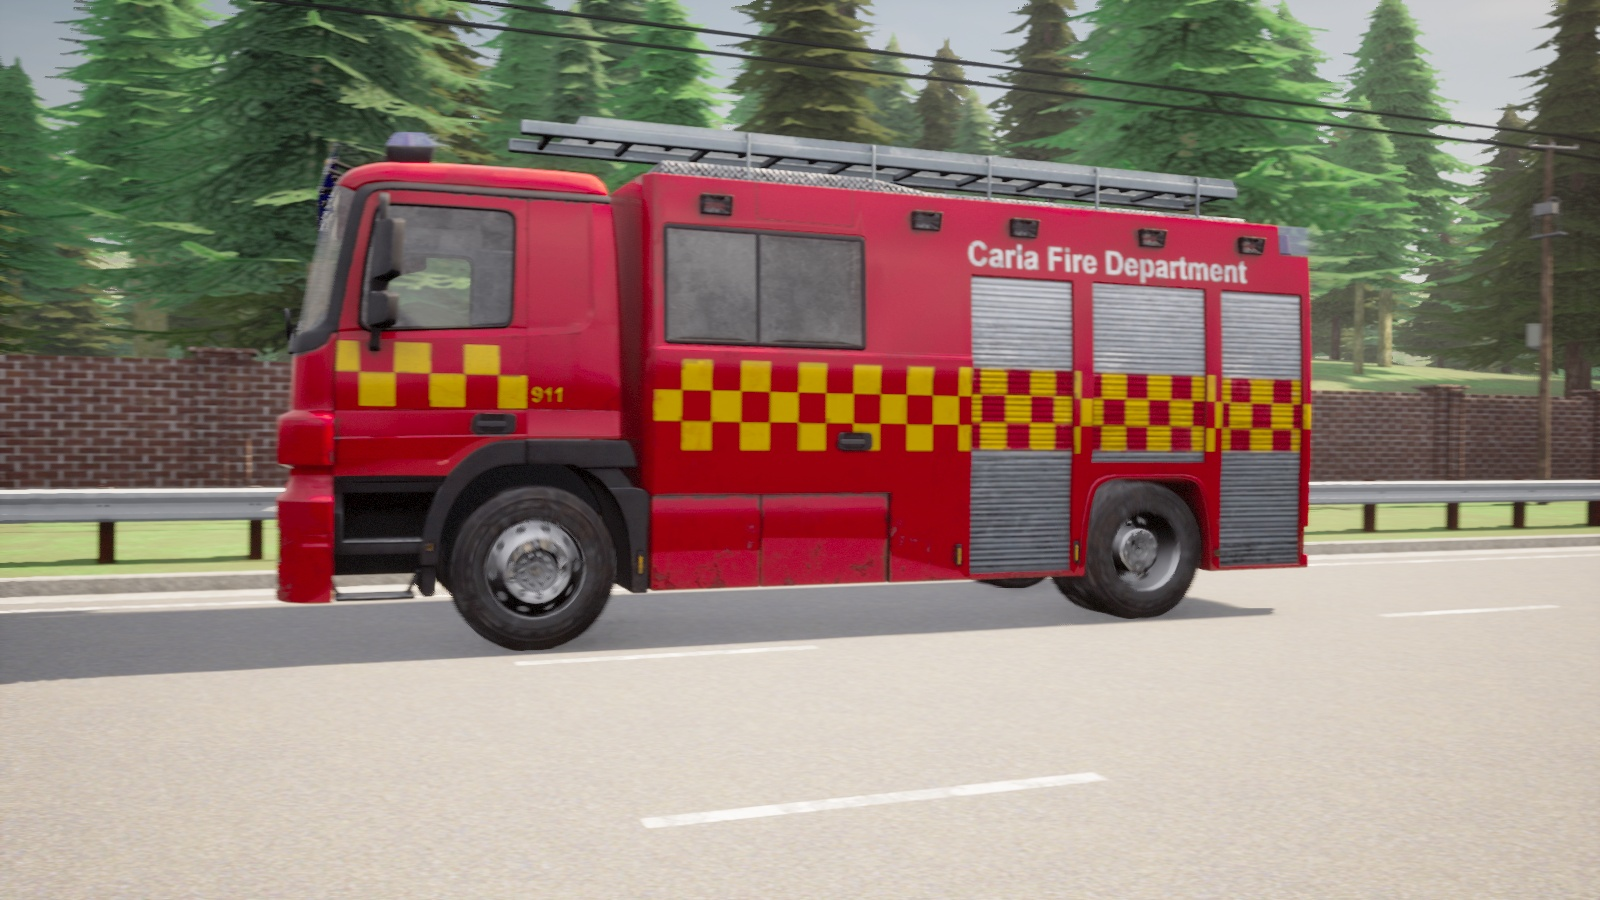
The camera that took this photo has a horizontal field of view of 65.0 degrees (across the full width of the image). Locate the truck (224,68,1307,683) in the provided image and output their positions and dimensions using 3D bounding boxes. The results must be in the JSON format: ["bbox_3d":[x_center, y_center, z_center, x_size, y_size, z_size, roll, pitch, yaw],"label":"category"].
[{"bbox_3d":[-0.106,-0.539,10.672,8.468,3.827,2.891,-1,1,-21],"label":"truck"}]
